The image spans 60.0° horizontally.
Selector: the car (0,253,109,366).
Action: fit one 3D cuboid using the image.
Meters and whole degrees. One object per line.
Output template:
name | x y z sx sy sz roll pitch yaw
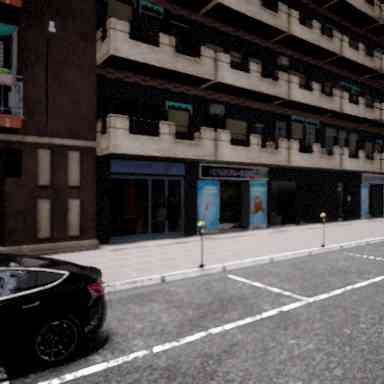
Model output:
car | -3.244 1.567 4.242 4.313 1.339 1.947 0 0 -36
